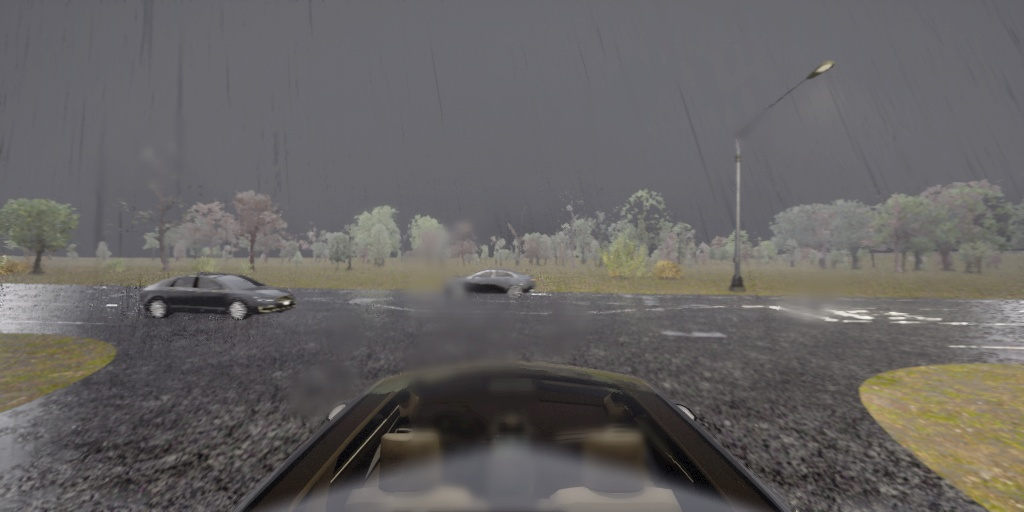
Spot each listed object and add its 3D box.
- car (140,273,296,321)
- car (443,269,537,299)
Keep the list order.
[{"bbox_3d":[-10.236,1.367,12.632,4.892,1.490,1.837,0,0,5],"label":"car"},{"bbox_3d":[-1.138,1.411,18.823,4.902,1.511,2.128,0,0,5],"label":"car"}]
